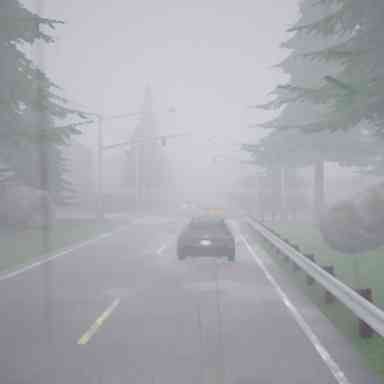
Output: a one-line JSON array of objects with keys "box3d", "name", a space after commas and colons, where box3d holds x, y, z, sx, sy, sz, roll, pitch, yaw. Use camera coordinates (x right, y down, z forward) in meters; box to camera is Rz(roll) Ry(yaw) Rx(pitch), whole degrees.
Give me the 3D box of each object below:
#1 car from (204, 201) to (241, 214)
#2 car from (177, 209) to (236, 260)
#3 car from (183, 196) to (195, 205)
[{"box3d": [2.594, 1.490, 28.214, 1.882, 1.535, 5.008, -1, 0, 23], "name": "car"}, {"box3d": [0.558, 1.574, 12.535, 1.994, 1.385, 4.181, 0, 0, 4], "name": "car"}, {"box3d": [-0.451, 1.522, 59.971, 1.882, 1.535, 5.008, 0, 0, 4], "name": "car"}]
